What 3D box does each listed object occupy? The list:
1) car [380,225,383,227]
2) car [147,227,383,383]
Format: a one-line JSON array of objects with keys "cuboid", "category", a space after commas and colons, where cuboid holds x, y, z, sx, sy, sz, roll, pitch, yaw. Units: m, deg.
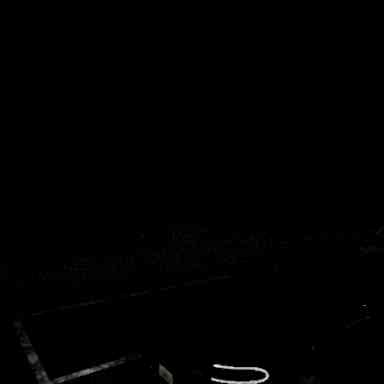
[{"cuboid": [8.822, 1.464, 12.930, 4.097, 1.590, 1.967, 0, -1, -35], "category": "car"}, {"cuboid": [1.785, 1.484, 4.646, 5.008, 1.535, 1.882, 0, 0, -35], "category": "car"}]
